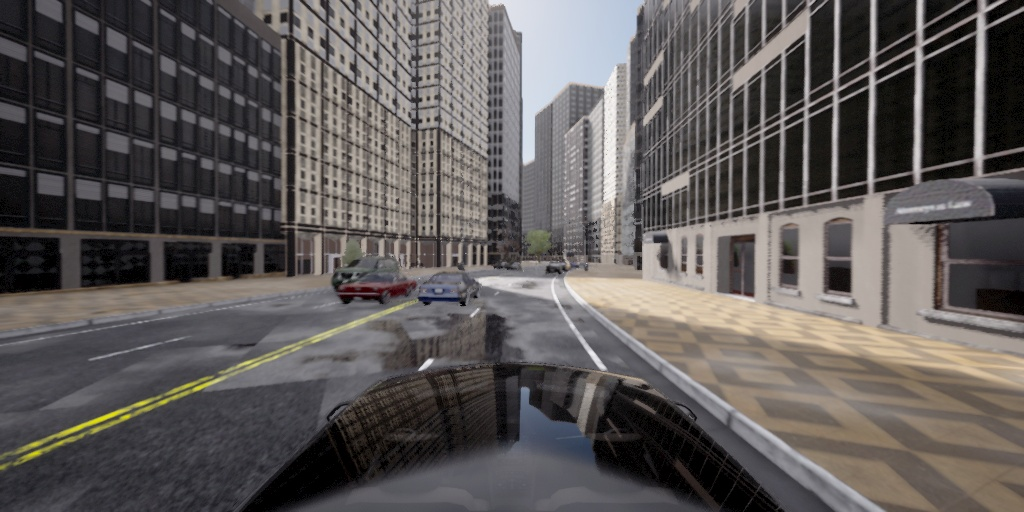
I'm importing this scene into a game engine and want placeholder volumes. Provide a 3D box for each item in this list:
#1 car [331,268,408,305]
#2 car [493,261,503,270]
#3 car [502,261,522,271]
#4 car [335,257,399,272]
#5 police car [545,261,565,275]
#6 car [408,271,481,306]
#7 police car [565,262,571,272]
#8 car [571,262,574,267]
[{"bbox_3d":[-6.088,1.430,16.681,1.895,1.301,4.718,0,0,4],"label":"car"},{"bbox_3d":[-1.832,1.676,62.906,1.882,1.535,5.008,0,0,15],"label":"car"},{"bbox_3d":[0.368,1.701,58.408,1.837,1.490,4.892,0,0,14],"label":"car"},{"bbox_3d":[-8.904,1.075,22.464,2.150,2.045,5.566,0,0,5],"label":"car"},{"bbox_3d":[5.534,1.585,47.271,1.930,1.638,5.238,0,0,11],"label":"police car"},{"bbox_3d":[-2.666,1.396,16.273,2.033,1.411,5.357,0,0,4],"label":"car"},{"bbox_3d":[7.672,1.680,56.787,1.930,1.638,5.238,0,0,14],"label":"police car"},{"bbox_3d":[9.168,1.769,62.527,1.801,1.575,5.366,0,0,15],"label":"car"}]
